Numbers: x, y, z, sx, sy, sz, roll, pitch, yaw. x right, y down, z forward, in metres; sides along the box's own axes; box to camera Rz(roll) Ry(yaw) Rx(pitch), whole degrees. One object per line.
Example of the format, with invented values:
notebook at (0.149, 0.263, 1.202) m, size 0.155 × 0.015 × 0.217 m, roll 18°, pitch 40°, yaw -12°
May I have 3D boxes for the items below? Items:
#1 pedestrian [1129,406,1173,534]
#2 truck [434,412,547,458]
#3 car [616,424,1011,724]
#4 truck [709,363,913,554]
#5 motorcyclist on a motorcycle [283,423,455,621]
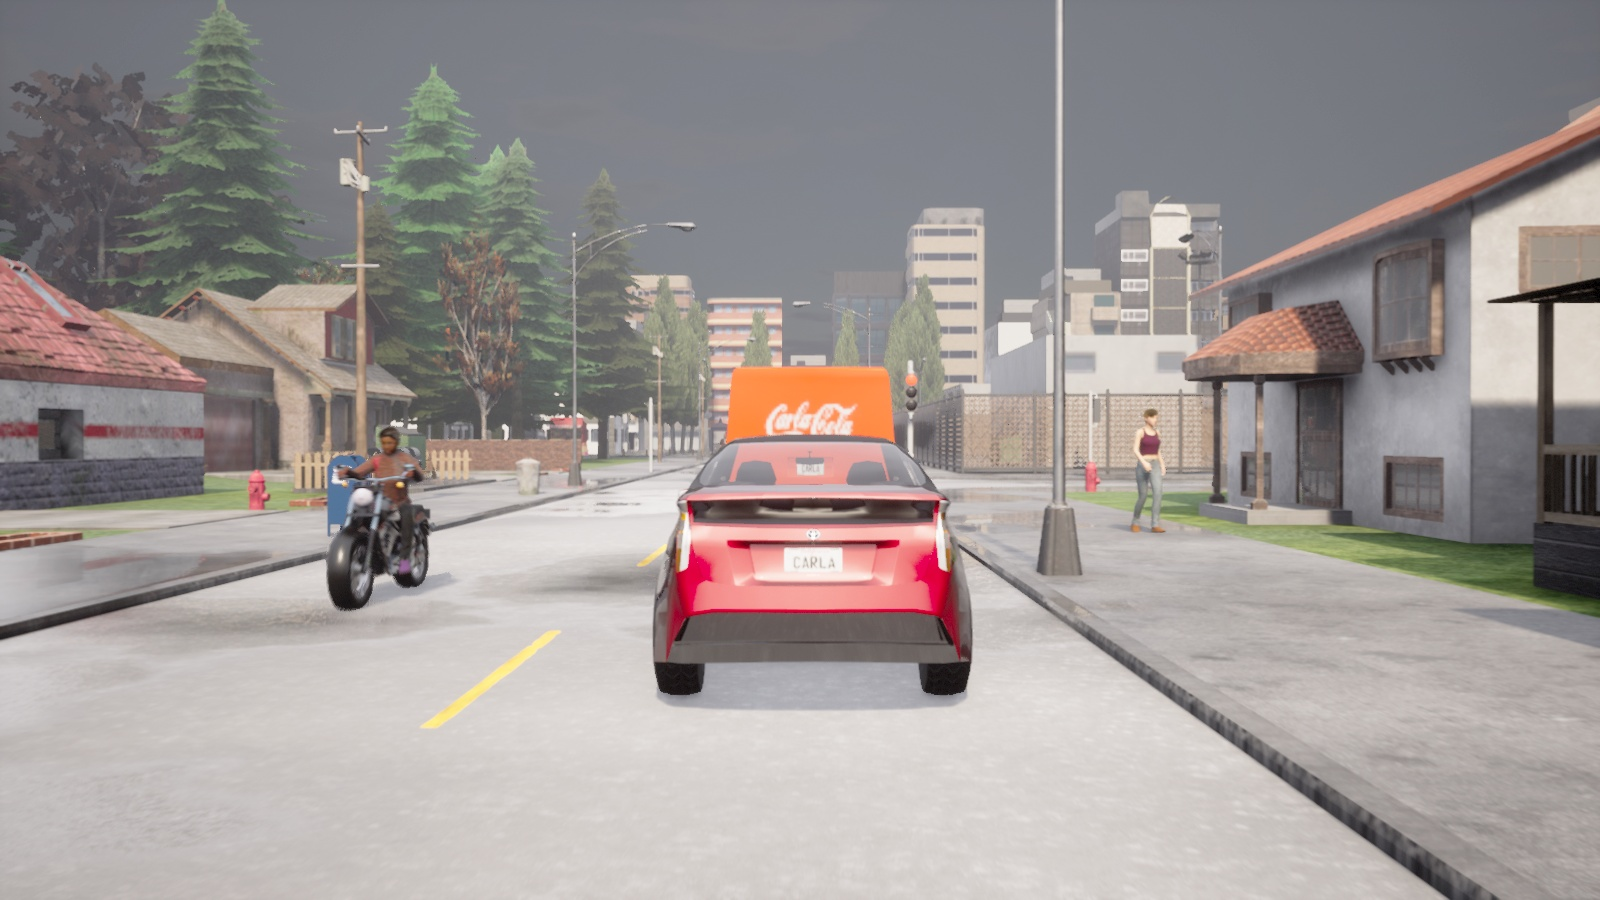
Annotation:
pedestrian at (5.103, 0.286, 18.266) m, size 0.345 × 1.836 × 0.594 m, roll 0°, pitch 1°, yaw -16°
truck at (-23.715, -1.172, 96.426) m, size 7.936 × 3.462 × 2.891 m, roll 0°, pitch 1°, yaw 2°
car at (0.071, 0.610, 8.649) m, size 2.007 × 1.525 × 4.514 m, roll 0°, pitch 1°, yaw 0°
truck at (0.135, 0.081, 18.833) m, size 2.627 × 2.467 × 5.204 m, roll 0°, pitch 1°, yaw 0°
motorcyclist on a motorcycle at (-3.917, 0.582, 11.640) m, size 0.766 × 1.649 × 2.350 m, roll 0°, pitch 1°, yaw 0°
